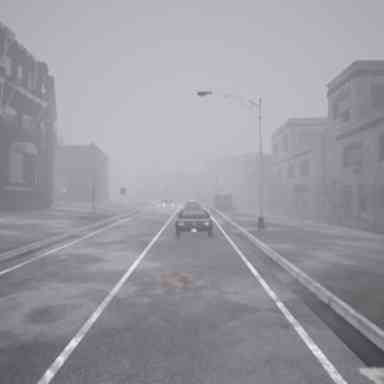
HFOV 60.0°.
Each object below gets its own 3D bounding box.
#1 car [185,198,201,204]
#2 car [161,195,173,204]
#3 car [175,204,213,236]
[{"bbox_3d":[0.107,1.471,40.583,1.812,1.442,4.674,0,0,0],"label":"car"},{"bbox_3d":[-4.706,1.384,62.819,1.882,1.535,5.008,1,0,-11],"label":"car"},{"bbox_3d":[0.103,1.576,18.381,1.895,1.301,4.718,0,0,0],"label":"car"}]
